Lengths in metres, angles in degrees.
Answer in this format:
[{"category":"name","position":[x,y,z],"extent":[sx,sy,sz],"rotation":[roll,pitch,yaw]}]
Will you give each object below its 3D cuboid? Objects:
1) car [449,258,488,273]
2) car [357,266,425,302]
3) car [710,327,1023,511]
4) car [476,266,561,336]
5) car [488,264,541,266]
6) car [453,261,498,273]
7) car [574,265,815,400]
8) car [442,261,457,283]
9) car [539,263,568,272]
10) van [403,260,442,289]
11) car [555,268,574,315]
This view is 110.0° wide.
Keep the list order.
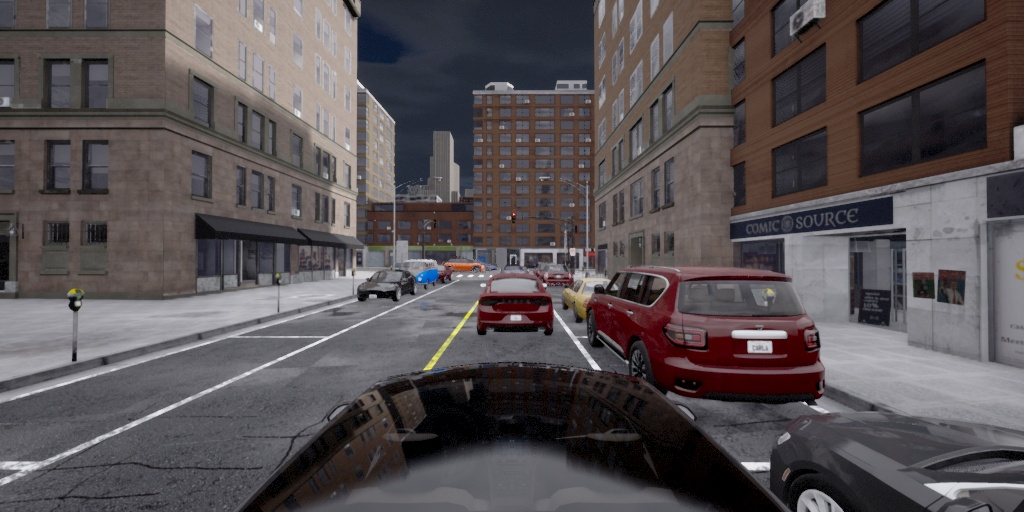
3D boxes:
[{"category":"car","position":[-5.349,1.063,41.040],"extent":[4.553,1.767,2.097],"rotation":[1,-1,0]},{"category":"car","position":[-5.838,1.331,17.242],"extent":[1.948,1.339,4.313],"rotation":[0,0,0]},{"category":"car","position":[2.668,1.300,0.784],"extent":[2.007,1.370,4.403],"rotation":[0,0,0]},{"category":"car","position":[0.059,1.235,10.505],"extent":[1.882,1.535,5.008],"rotation":[0,0,-1]},{"category":"car","position":[0.118,1.258,18.080],"extent":[2.128,1.511,4.902],"rotation":[0,0,0]},{"category":"car","position":[-4.483,1.302,44.280],"extent":[5.357,1.411,2.033],"rotation":[0,-1,0]},{"category":"car","position":[2.674,1.067,6.265],"extent":[2.192,1.841,5.009],"rotation":[0,0,0]},{"category":"car","position":[-5.825,1.326,28.207],"extent":[1.888,1.381,4.507],"rotation":[0,0,0]},{"category":"car","position":[2.694,1.212,22.713],"extent":[1.967,1.591,4.097],"rotation":[0,0,0]},{"category":"van","position":[-5.832,1.114,22.725],"extent":[1.690,1.789,3.998],"rotation":[0,0,0]},{"category":"car","position":[2.681,1.284,11.918],"extent":[1.751,1.417,4.829],"rotation":[0,0,0]}]
